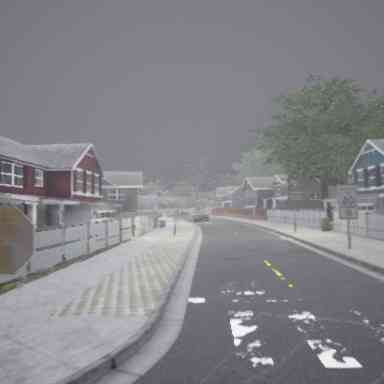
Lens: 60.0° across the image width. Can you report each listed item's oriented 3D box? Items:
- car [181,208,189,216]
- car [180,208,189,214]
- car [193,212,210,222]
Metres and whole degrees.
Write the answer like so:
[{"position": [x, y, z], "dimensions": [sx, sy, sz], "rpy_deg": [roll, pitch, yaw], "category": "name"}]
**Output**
[{"position": [-1.875, 5.311, 84.659], "dimensions": [1.895, 1.301, 4.718], "rpy_deg": [-1, -2, -2], "category": "car"}, {"position": [-1.989, 5.437, 94.810], "dimensions": [2.097, 1.767, 4.553], "rpy_deg": [-1, -3, 4], "category": "car"}, {"position": [1.306, 3.686, 49.036], "dimensions": [2.033, 1.411, 5.357], "rpy_deg": [-1, -2, -6], "category": "car"}]
